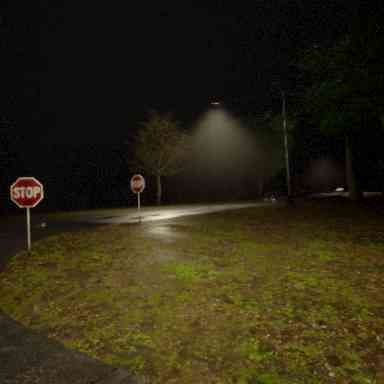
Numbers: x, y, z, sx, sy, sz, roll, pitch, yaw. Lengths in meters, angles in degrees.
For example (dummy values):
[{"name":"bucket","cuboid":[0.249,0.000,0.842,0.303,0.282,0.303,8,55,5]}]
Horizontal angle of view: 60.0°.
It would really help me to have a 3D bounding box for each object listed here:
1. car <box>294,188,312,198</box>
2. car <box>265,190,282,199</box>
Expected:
[{"name":"car","cuboid":[17.596,0.152,52.766,1.882,1.535,5.008,-3,-1,32]},{"name":"car","cuboid":[14.871,0.468,60.936,1.837,1.490,4.892,-4,0,34]}]
